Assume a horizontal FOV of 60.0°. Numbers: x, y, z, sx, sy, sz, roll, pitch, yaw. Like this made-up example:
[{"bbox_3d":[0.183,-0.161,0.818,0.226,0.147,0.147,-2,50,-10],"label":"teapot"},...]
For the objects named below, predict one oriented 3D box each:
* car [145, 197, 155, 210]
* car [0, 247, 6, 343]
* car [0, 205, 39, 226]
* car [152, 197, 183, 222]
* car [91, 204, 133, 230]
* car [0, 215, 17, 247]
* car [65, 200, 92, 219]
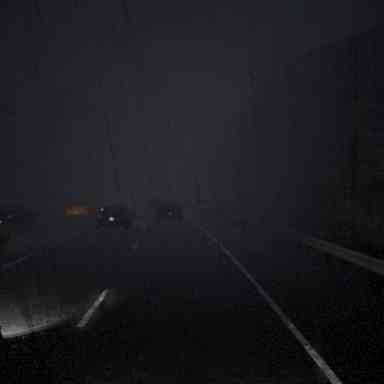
[{"bbox_3d":[-4.688,1.360,41.203,1.882,1.535,5.008,0,0,-12],"label":"car"},{"bbox_3d":[-3.544,1.559,2.840,1.994,1.385,4.181,0,0,-1],"label":"car"},{"bbox_3d":[-12.013,1.547,22.558,1.895,1.301,4.718,0,0,-7],"label":"car"},{"bbox_3d":[-1.857,1.404,25.618,1.882,1.535,5.008,0,-1,-8],"label":"car"},{"bbox_3d":[-4.780,1.507,20.839,1.994,1.385,4.181,0,0,-6],"label":"car"},{"bbox_3d":[-7.290,1.580,9.749,1.895,1.301,4.718,0,0,-3],"label":"car"},{"bbox_3d":[-9.296,1.404,28.085,1.882,1.535,5.008,0,0,-9],"label":"car"}]
